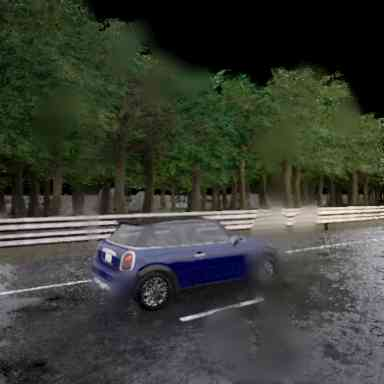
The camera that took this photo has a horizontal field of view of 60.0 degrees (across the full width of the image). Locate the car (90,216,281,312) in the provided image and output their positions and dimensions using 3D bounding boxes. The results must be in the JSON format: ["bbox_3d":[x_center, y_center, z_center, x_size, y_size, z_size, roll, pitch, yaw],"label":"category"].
[{"bbox_3d":[0.042,1.370,7.988,4.553,1.767,2.097,0,0,-35],"label":"car"}]
